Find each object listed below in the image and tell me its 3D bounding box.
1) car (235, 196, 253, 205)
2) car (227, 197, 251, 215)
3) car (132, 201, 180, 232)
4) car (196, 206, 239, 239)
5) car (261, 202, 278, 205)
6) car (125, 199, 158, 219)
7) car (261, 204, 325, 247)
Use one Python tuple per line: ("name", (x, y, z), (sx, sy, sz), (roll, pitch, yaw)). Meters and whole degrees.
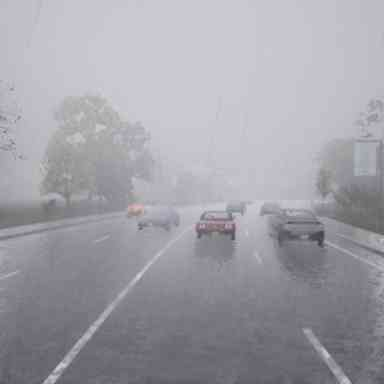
("car", (9.689, 1.682, 60.349), (1.994, 1.385, 4.181), (0, 0, 24))
("car", (4.772, 1.616, 35.386), (2.033, 1.411, 5.357), (0, 0, 14))
("car", (-1.935, 1.547, 20.668), (1.812, 1.442, 4.674), (0, 0, 9))
("car", (1.353, 1.631, 17.518), (1.895, 1.301, 4.718), (0, 0, 7))
("car", (7.994, 1.645, 33.668), (1.994, 1.385, 4.181), (0, 0, 14))
("car", (-4.062, 1.374, 28.694), (2.097, 1.767, 4.553), (0, 0, 11))
("car", (4.634, 1.531, 15.306), (2.128, 1.511, 4.902), (0, 0, 6))
